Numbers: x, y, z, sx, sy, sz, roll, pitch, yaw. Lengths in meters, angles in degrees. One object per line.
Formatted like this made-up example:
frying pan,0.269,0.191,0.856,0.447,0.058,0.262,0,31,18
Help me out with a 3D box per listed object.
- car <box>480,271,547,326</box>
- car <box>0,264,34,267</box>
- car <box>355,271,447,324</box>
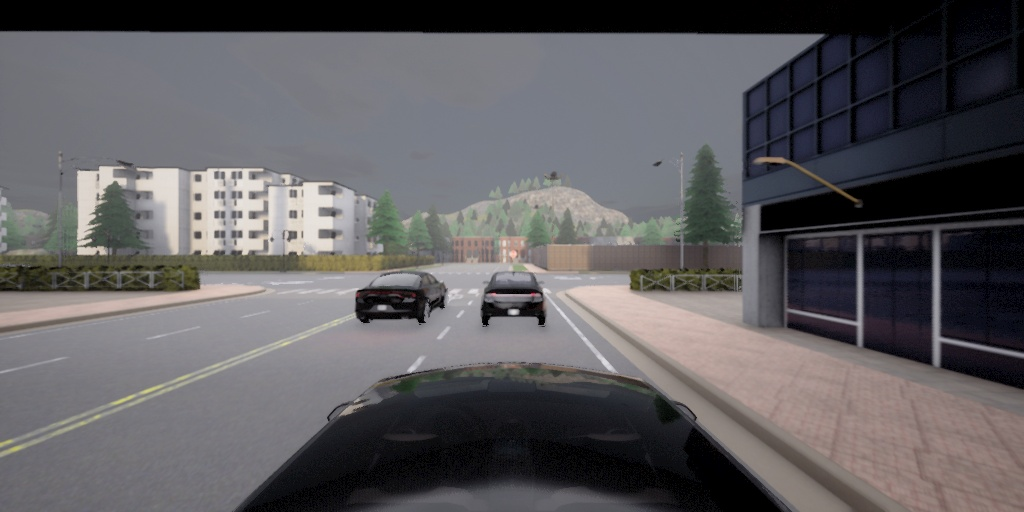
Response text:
car,0.052,1.234,11.659,2.128,1.511,4.902,0,0,0
car,-39.328,1.297,28.575,4.181,1.385,1.994,0,0,0
car,-3.447,1.220,12.017,1.882,1.535,5.008,0,0,0
